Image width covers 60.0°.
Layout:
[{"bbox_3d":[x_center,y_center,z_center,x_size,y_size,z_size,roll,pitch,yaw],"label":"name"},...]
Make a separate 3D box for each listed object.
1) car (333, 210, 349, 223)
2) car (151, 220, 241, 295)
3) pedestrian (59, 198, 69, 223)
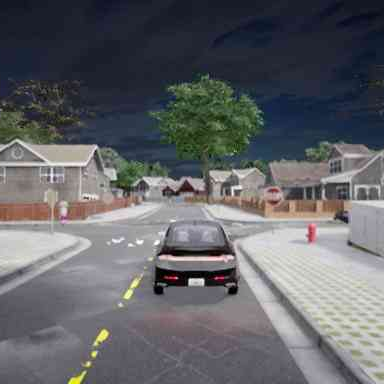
[{"bbox_3d":[12.286,1.396,21.953,5.357,1.411,2.033,-1,-2,1],"label":"car"},{"bbox_3d":[0.080,1.477,8.656,2.128,1.511,4.902,0,0,0],"label":"car"},{"bbox_3d":[-9.705,1.370,25.131,0.375,1.860,0.375,0,-1,1],"label":"pedestrian"}]
